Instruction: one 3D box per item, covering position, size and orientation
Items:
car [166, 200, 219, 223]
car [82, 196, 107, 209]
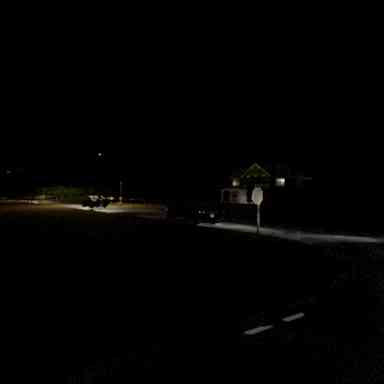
[{"bbox_3d":[-0.067,1.320,24.203,2.128,1.511,4.902,2,-1,-36],"label":"car"},{"bbox_3d":[-11.924,1.246,40.662,2.128,1.511,4.902,2,-1,-36],"label":"car"}]
